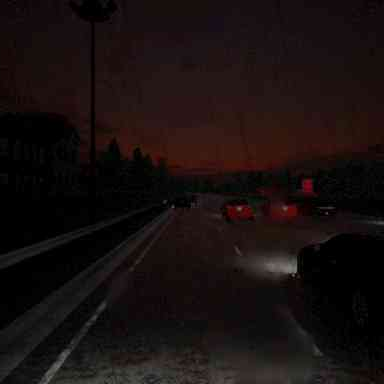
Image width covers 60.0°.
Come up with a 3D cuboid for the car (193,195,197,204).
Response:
[{"bbox_3d":[0.003,1.497,60.469,2.033,1.411,5.357,0,0,0],"label":"car"}]

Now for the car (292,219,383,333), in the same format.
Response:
[{"bbox_3d":[3.600,1.520,6.635,1.812,1.442,4.674,0,0,0],"label":"car"}]

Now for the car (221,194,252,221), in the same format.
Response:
[{"bbox_3d":[3.603,1.329,27.464,2.097,1.767,4.553,0,0,0],"label":"car"}]

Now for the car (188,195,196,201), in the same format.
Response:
[{"bbox_3d":[0.004,1.345,77.385,1.994,1.385,4.181,0,0,0],"label":"car"}]

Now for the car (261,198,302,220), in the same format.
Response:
[{"bbox_3d":[7.103,1.329,27.524,2.097,1.767,4.553,0,0,0],"label":"car"}]

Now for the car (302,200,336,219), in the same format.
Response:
[{"bbox_3d":[10.602,1.468,28.586,2.128,1.511,4.902,0,0,0],"label":"car"}]

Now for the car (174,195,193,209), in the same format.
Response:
[{"bbox_3d":[-1.224,1.315,43.745,2.097,1.767,4.553,0,0,0],"label":"car"}]
